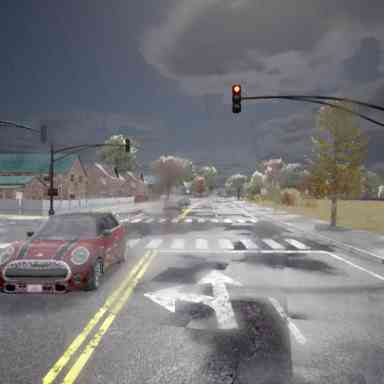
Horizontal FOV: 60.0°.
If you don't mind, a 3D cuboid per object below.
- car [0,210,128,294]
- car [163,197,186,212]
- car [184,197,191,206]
[{"bbox_3d":[-3.147,1.356,8.976,2.097,1.767,4.553,0,0,1],"label":"car"},{"bbox_3d":[-2.188,1.618,38.914,1.994,1.385,4.181,0,0,3],"label":"car"},{"bbox_3d":[-1.236,1.630,55.469,1.837,1.490,4.892,0,0,4],"label":"car"}]
